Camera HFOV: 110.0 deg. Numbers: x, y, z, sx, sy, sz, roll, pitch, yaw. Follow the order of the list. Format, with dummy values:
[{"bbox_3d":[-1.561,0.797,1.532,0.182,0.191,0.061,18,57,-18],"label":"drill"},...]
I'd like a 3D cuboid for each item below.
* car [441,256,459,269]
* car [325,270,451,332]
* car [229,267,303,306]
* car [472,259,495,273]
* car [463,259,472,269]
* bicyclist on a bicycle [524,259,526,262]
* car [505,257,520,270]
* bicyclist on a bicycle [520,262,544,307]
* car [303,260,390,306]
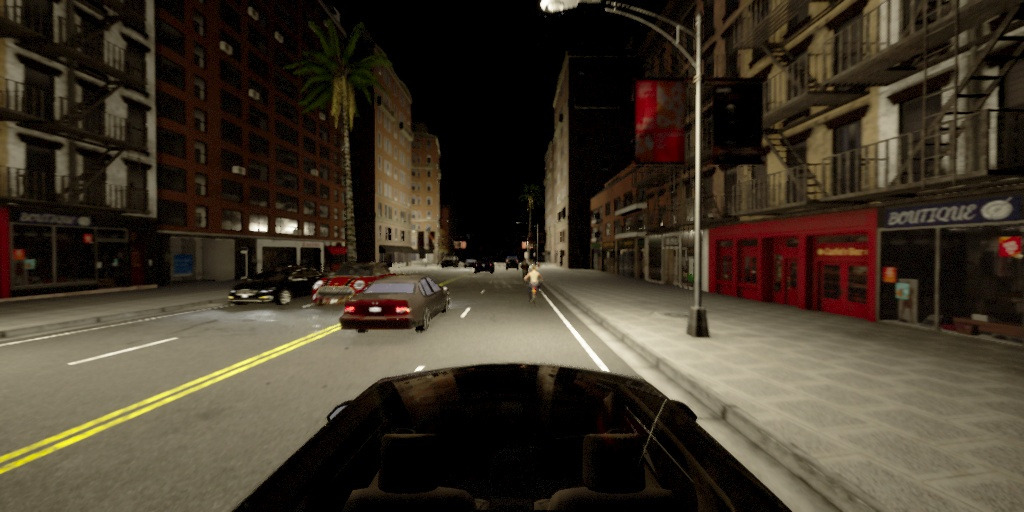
[{"bbox_3d":[-9.797,0.975,56.958,2.150,2.045,5.566,0,0,1],"label":"car"},{"bbox_3d":[-3.150,1.284,10.770,2.033,1.411,5.357,0,0,0],"label":"car"},{"bbox_3d":[-9.847,1.235,15.642,1.837,1.490,4.892,0,0,0],"label":"car"},{"bbox_3d":[-3.145,1.089,42.055,2.097,1.767,4.553,0,0,0],"label":"car"},{"bbox_3d":[-6.552,1.249,56.675,2.128,1.511,4.902,0,0,0],"label":"car"},{"bbox_3d":[0.896,1.096,24.995,0.659,1.776,1.843,0,0,0],"label":"bicyclist on a bicycle"},{"bbox_3d":[0.055,1.254,51.277,1.837,1.490,4.892,0,0,1],"label":"car"},{"bbox_3d":[0.877,1.169,14.326,0.866,1.612,1.509,0,0,0],"label":"bicyclist on a bicycle"},{"bbox_3d":[-6.597,1.083,15.528,2.097,1.767,4.553,0,0,0],"label":"car"}]
